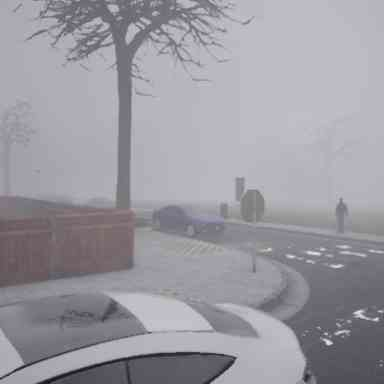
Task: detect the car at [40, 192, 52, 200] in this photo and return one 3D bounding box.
[{"bbox_3d":[-23.954,0.725,55.407,1.837,1.490,4.892,0,1,-36],"label":"car"}]

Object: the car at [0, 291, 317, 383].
[{"bbox_3d":[-1.086,1.528,2.104,4.674,1.442,1.812,1,0,-36],"label":"car"}]

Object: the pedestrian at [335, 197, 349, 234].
[{"bbox_3d":[7.554,1.164,16.896,0.375,1.860,0.375,1,-1,-36],"label":"pedestrian"}]

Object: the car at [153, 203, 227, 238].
[{"bbox_3d":[-0.252,1.385,17.674,1.882,1.535,5.008,0,1,-36],"label":"car"}]

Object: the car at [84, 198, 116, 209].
[{"bbox_3d":[-7.703,1.234,27.969,1.812,1.442,4.674,0,1,-36],"label":"car"}]

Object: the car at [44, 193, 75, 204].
[{"bbox_3d":[-15.130,1.110,38.250,1.895,1.301,4.718,0,1,-36],"label":"car"}]
